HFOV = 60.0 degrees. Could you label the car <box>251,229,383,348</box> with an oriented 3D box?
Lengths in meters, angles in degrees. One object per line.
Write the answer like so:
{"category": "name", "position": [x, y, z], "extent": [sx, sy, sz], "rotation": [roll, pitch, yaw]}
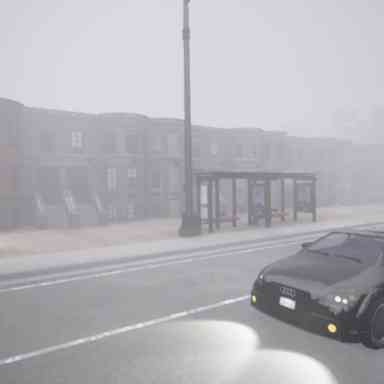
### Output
{"category": "car", "position": [3.065, 1.416, 6.030], "extent": [4.181, 1.385, 1.994], "rotation": [-2, 1, -34]}
